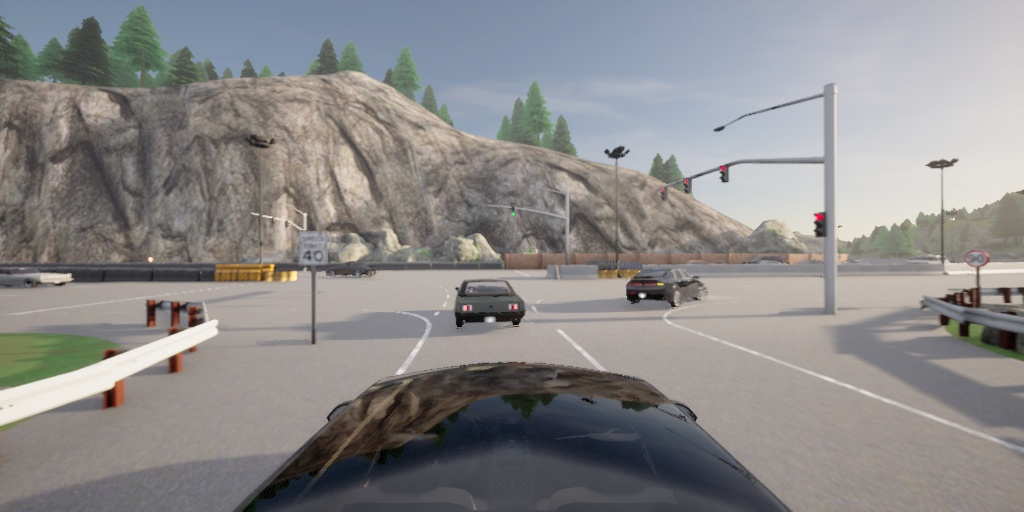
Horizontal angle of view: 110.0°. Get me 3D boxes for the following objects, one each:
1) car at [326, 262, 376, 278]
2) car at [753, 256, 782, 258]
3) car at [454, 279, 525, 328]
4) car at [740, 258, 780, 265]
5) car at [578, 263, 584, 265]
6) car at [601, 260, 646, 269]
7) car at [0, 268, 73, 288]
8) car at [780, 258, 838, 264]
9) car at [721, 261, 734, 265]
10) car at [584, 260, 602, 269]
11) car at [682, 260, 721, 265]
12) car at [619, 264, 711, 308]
[{"bbox_3d":[-15.755,1.327,35.098,4.892,1.490,1.837,0,-2,14],"label":"car"},{"bbox_3d":[33.991,0.985,48.723,5.566,2.045,2.150,0,0,-6],"label":"car"},{"bbox_3d":[-0.893,1.372,11.528,1.895,1.301,4.718,0,0,-9],"label":"car"},{"bbox_3d":[31.767,1.286,45.001,4.674,1.442,1.812,0,0,-7],"label":"car"},{"bbox_3d":[11.308,1.299,49.619,4.892,1.490,1.837,-2,0,-7],"label":"car"},{"bbox_3d":[13.940,1.332,42.887,5.357,1.411,2.033,0,0,-7],"label":"car"},{"bbox_3d":[-31.835,1.396,23.157,4.718,1.301,1.895,0,0,-7],"label":"car"},{"bbox_3d":[34.611,1.229,41.849,5.008,1.535,1.882,0,0,-7],"label":"car"},{"bbox_3d":[29.198,1.374,51.723,4.718,1.301,1.895,0,0,-6],"label":"car"},{"bbox_3d":[12.358,1.282,46.221,4.902,1.511,2.128,0,0,-7],"label":"car"},{"bbox_3d":[20.106,1.249,40.093,5.008,1.535,1.882,0,0,-7],"label":"car"},{"bbox_3d":[6.720,1.266,15.479,4.892,1.490,1.837,0,-3,-45],"label":"car"}]
